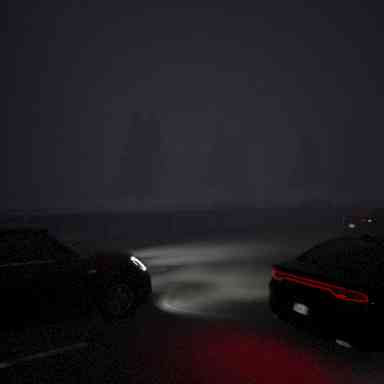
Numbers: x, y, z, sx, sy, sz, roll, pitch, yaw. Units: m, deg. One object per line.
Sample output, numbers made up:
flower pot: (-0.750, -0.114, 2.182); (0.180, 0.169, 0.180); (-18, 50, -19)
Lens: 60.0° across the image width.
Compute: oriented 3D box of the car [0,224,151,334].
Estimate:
car: (-2.984, 1.338, 5.785); (4.553, 1.767, 2.097); (0, 0, -35)

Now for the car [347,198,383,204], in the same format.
car: (19.577, 1.474, 37.602); (4.902, 1.511, 2.128); (0, 0, -21)

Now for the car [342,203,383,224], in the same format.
car: (10.042, 1.518, 17.751); (4.674, 1.442, 1.812); (0, 0, -28)

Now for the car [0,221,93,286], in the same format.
car: (-5.196, 1.579, 8.562); (4.718, 1.301, 1.895); (0, 0, -35)

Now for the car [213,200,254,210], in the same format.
car: (4.813, 1.555, 38.851); (4.718, 1.301, 1.895); (0, 0, -25)

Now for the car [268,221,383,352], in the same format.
car: (3.597, 1.475, 5.970); (5.008, 1.535, 1.882); (0, 0, -33)

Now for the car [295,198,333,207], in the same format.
car: (14.410, 1.462, 39.300); (4.902, 1.511, 2.128); (0, 0, -23)
